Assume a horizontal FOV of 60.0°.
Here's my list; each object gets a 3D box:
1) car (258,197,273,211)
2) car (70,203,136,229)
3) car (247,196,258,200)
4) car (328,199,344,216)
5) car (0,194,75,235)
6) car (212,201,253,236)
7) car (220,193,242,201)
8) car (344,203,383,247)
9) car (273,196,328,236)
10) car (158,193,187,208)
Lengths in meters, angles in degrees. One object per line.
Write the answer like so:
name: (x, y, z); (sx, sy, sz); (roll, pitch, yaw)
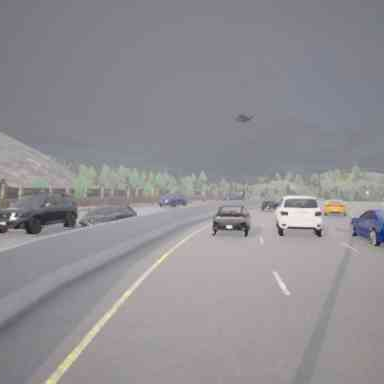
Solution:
car: (9.691, 1.479, 39.931); (1.837, 1.490, 4.892); (0, 0, 26)
car: (-4.818, 1.452, 19.585); (1.837, 1.490, 4.892); (0, 0, 12)
car: (10.586, 1.476, 56.835); (1.812, 1.442, 4.674); (0, 0, 30)
car: (14.357, 1.482, 33.374); (1.882, 1.535, 5.008); (0, 0, 23)
car: (-8.584, 1.155, 18.753); (2.150, 2.045, 5.566); (0, 0, 11)
car: (2.300, 1.471, 18.489); (2.128, 1.511, 4.902); (0, 0, 12)
car: (6.801, 1.146, 57.222); (2.150, 2.045, 5.566); (0, 0, 30)
car: (8.706, 1.489, 15.068); (1.882, 1.535, 5.008); (0, 0, 10)
car: (5.861, 1.215, 18.664); (2.150, 2.045, 5.566); (0, 0, 12)
car: (-2.664, 1.133, 47.060); (2.150, 2.045, 5.566); (0, 0, 27)
